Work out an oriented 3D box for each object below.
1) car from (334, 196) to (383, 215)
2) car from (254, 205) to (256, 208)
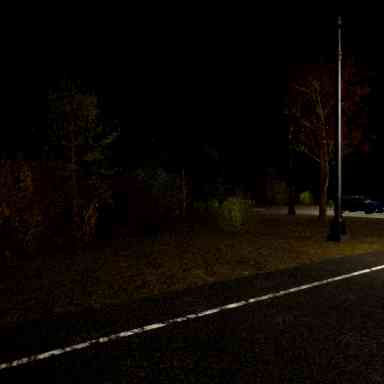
[{"bbox_3d":[18.874,1.454,37.582,2.150,2.045,5.566,-2,0,-31],"label":"car"},{"bbox_3d":[8.270,1.707,55.485,2.150,2.045,5.566,-2,0,-31],"label":"car"}]
